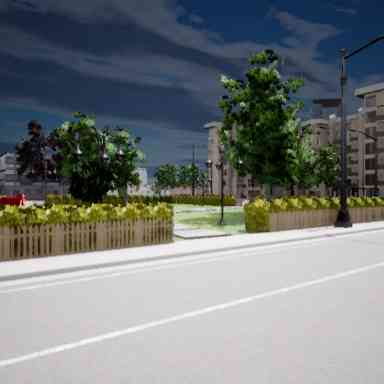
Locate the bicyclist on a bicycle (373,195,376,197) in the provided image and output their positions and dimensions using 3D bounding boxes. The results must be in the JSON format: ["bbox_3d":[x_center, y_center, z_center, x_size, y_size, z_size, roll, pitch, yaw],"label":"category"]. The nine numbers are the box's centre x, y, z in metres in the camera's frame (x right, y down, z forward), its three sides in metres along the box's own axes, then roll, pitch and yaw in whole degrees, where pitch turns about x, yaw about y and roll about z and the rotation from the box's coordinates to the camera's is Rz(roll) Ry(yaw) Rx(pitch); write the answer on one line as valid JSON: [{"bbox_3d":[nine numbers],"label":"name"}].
[{"bbox_3d":[27.518,1.276,50.269,1.656,1.620,0.582,0,0,-35],"label":"bicyclist on a bicycle"}]
